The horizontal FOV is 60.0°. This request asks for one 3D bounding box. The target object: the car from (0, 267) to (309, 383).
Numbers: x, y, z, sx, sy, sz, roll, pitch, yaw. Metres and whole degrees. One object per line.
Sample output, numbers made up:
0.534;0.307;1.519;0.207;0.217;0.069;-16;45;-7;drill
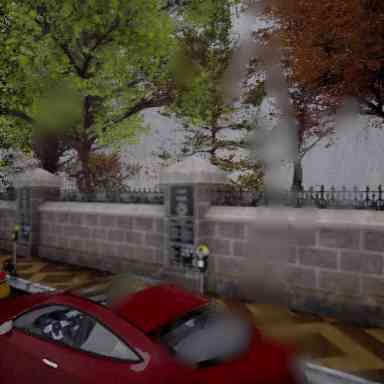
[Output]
-0.934;1.586;3.565;4.206;1.307;1.802;0;0;36;car
